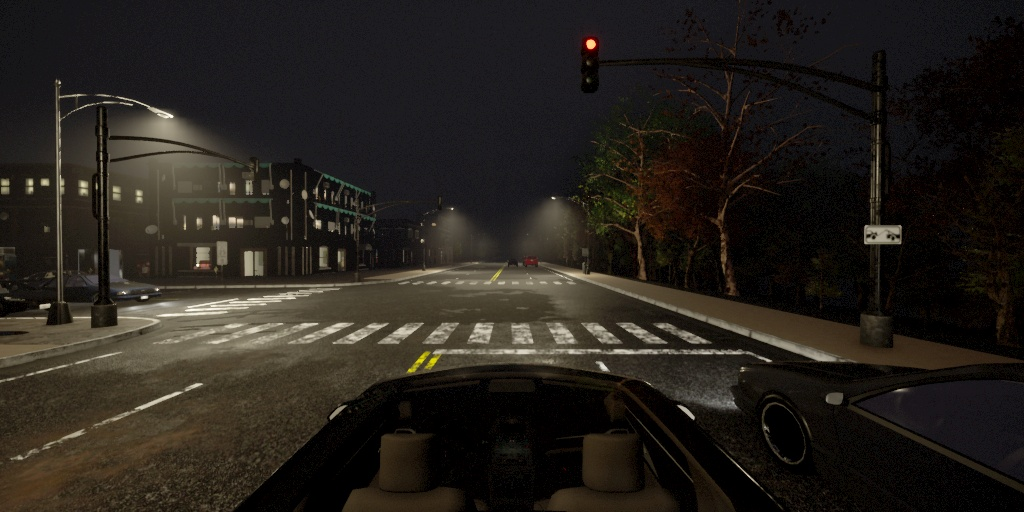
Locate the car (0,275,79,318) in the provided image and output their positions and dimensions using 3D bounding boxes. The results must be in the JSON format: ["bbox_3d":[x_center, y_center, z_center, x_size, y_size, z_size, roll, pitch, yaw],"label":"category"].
[{"bbox_3d":[-19.935,1.565,13.654,4.313,1.339,1.948,0,0,0],"label":"car"}]

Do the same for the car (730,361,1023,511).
[{"bbox_3d":[3.327,1.297,1.672,2.033,1.411,5.357,0,0,3],"label":"car"}]

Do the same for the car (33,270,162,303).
[{"bbox_3d":[-19.287,1.511,16.380,5.357,1.411,2.033,-1,1,3],"label":"car"}]

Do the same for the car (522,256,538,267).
[{"bbox_3d":[3.416,0.948,63.877,2.150,2.045,5.566,0,0,0],"label":"car"}]
